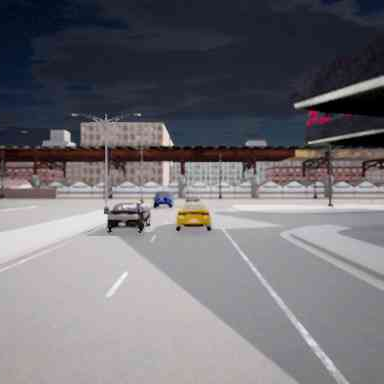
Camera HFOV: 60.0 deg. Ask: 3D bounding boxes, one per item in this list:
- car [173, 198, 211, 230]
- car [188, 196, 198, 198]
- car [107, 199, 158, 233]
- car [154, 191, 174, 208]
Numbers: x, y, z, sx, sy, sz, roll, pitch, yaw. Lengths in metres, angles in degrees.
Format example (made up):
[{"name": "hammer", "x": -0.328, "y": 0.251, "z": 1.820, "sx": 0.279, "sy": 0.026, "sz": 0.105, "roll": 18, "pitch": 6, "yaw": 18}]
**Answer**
[{"name": "car", "x": 0.092, "y": 1.325, "z": 19.878, "sx": 1.882, "sy": 1.535, "sz": 5.008, "roll": 0, "pitch": 0, "yaw": 0}, {"name": "car", "x": 0.122, "y": 1.233, "z": 43.208, "sx": 1.994, "sy": 1.385, "sz": 4.181, "roll": 0, "pitch": 0, "yaw": 2}, {"name": "car", "x": -3.407, "y": 1.347, "z": 18.647, "sx": 2.128, "sy": 1.511, "sz": 4.902, "roll": 0, "pitch": 0, "yaw": 0}, {"name": "car", "x": -3.473, "y": 0.906, "z": 41.097, "sx": 2.150, "sy": 2.045, "sz": 5.566, "roll": 0, "pitch": 0, "yaw": 0}]
